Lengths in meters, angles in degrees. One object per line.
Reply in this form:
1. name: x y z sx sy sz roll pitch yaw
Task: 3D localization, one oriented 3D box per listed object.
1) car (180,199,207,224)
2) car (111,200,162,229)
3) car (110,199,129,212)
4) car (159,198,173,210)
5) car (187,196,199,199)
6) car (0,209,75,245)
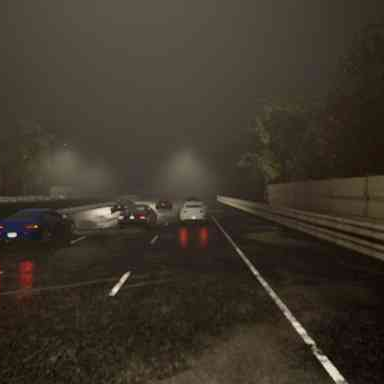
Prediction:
1. car: 0.110 1.458 24.129 1.812 1.442 4.674 0 0 0
2. car: -3.388 1.487 21.264 2.033 1.411 5.357 0 0 0
3. car: -6.881 1.459 33.800 2.033 1.411 5.357 0 0 0
4. car: -3.382 1.461 41.015 1.994 1.385 4.181 0 0 0
5. car: 0.118 1.247 42.294 2.097 1.767 4.553 0 0 0
6. car: -6.893 1.479 15.100 1.812 1.442 4.674 0 0 0
